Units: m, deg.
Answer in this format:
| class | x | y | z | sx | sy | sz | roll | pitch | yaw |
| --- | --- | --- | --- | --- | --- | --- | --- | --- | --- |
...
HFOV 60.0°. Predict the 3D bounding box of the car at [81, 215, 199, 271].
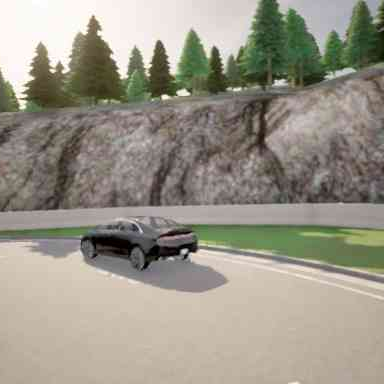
| class | x | y | z | sx | sy | sz | roll | pitch | yaw |
| --- | --- | --- | --- | --- | --- | --- | --- | --- | --- |
| car | -1.962 | 1.555 | 11.215 | 4.902 | 1.511 | 2.128 | -2 | 0 | 44 |
